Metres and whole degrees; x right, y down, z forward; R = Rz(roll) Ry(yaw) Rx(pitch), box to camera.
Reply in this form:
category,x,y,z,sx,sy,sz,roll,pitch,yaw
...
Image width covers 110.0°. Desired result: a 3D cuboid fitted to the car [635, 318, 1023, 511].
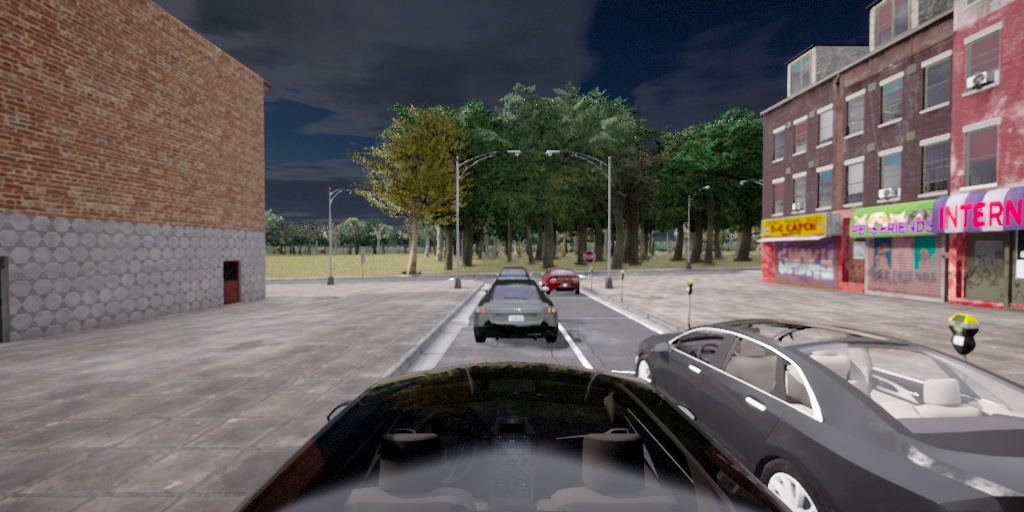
category,x,y,z,sx,sy,sz,roll,pitch,yaw
car,2.633,1.300,3.564,2.007,1.370,4.403,0,0,0

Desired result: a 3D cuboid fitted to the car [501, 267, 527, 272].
category,x,y,z,sx,sy,sz,roll,pitch,yaw
car,0.118,1.294,19.753,2.033,1.411,5.357,0,0,2

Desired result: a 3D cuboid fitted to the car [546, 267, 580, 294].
category,x,y,z,sx,sy,sz,roll,pitch,yaw
car,2.599,1.291,19.784,1.888,1.381,4.507,0,0,0

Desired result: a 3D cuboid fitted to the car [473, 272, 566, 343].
category,x,y,z,sx,sy,sz,roll,pitch,yaw
car,0.083,1.311,9.733,1.994,1.385,4.181,0,0,0
